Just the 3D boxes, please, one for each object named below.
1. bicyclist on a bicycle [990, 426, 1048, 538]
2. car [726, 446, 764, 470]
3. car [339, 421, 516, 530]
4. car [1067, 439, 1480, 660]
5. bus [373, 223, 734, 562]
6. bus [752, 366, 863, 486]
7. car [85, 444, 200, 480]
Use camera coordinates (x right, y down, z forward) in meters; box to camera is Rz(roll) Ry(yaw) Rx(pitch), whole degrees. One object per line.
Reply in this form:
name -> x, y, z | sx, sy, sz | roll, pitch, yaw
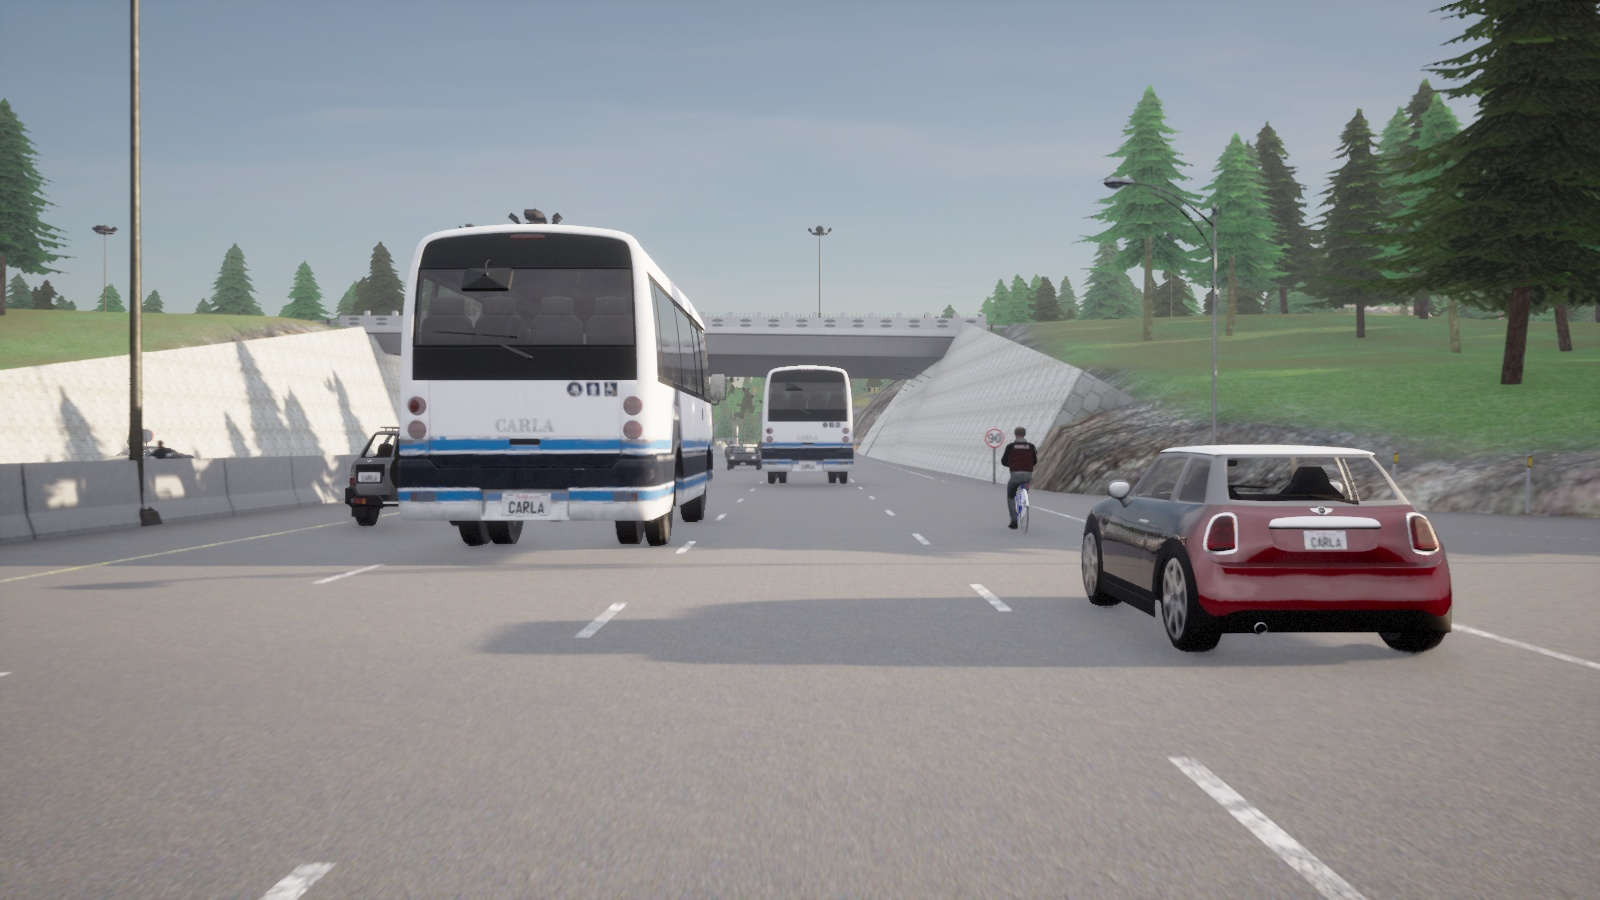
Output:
bicyclist on a bicycle -> 3.635, 0.502, 20.947 | 0.659, 1.776, 1.843 | 0, 1, 0
car -> -3.081, 0.444, 70.983 | 1.895, 1.301, 4.718 | 0, 0, 0
car -> -6.850, 0.424, 23.631 | 1.932, 1.855, 4.605 | 0, 0, 0
car -> 3.574, 0.657, 10.308 | 1.970, 1.475, 3.806 | 0, 0, 0
bus -> -3.365, -0.751, 20.917 | 3.944, 4.253, 10.273 | 0, 0, 0
bus -> 0.299, -0.909, 49.602 | 3.944, 4.253, 10.273 | 0, 1, 0
car -> -27.690, 0.472, 53.112 | 2.033, 1.411, 5.357 | 0, 0, 1
